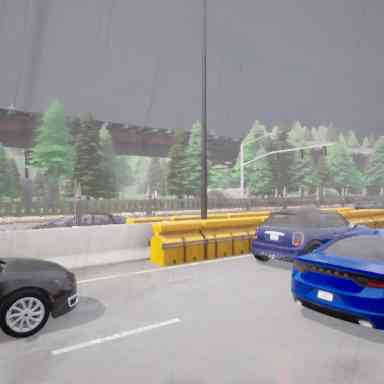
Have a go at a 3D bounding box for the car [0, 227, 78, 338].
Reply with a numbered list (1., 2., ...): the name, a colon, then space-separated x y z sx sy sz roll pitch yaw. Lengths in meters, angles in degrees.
1. car: -4.273 1.505 4.998 4.892 1.490 1.837 0 0 -35

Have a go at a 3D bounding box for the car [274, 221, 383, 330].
1. car: 4.108 1.478 6.681 5.008 1.535 1.882 0 0 -36

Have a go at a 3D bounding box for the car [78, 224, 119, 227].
1. car: -4.437 1.547 13.726 5.357 1.411 2.033 0 0 -36

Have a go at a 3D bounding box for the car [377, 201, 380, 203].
1. car: 19.758 1.491 30.998 4.902 1.511 2.128 0 0 -36

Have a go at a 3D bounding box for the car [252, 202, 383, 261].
1. car: 4.147 1.352 11.008 4.553 1.767 2.097 0 0 -36

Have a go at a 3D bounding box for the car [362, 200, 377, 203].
1. car: 18.174 1.563 34.169 4.181 1.385 1.994 0 0 -36
